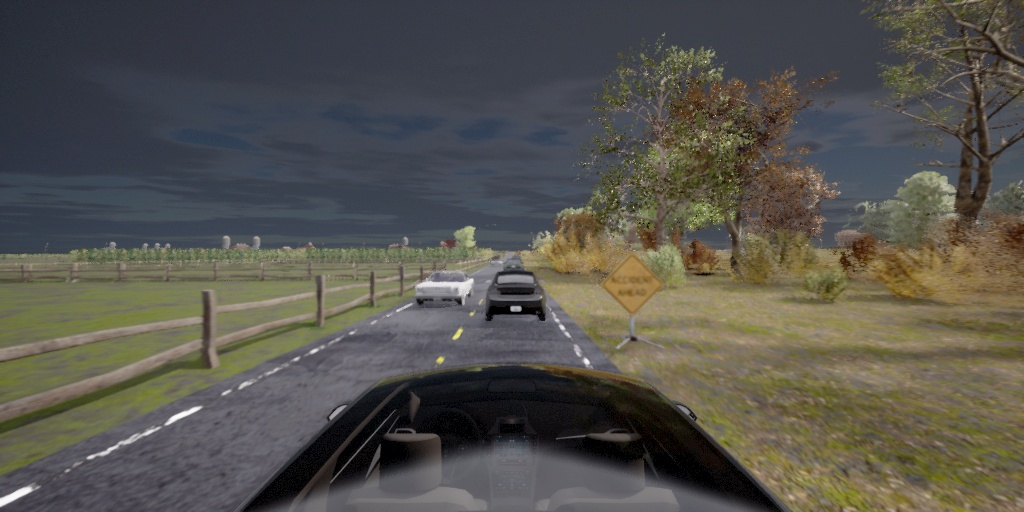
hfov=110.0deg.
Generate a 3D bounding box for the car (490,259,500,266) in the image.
[{"bbox_3d":[-2.687,1.156,61.529,1.895,1.301,4.718,0,0,1],"label":"car"}]

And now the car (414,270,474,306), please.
[{"bbox_3d":[-2.823,1.319,15.780,1.895,1.301,4.718,0,0,0],"label":"car"}]

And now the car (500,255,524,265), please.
[{"bbox_3d":[0.144,1.008,37.088,2.097,1.767,4.553,0,0,0],"label":"car"}]

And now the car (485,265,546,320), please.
[{"bbox_3d":[0.113,1.233,12.521,1.837,1.490,4.892,0,0,0],"label":"car"}]

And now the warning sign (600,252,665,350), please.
[{"bbox_3d":[2.455,0.857,7.351,1.300,1.860,1.060,0,0,0],"label":"warning sign"}]
